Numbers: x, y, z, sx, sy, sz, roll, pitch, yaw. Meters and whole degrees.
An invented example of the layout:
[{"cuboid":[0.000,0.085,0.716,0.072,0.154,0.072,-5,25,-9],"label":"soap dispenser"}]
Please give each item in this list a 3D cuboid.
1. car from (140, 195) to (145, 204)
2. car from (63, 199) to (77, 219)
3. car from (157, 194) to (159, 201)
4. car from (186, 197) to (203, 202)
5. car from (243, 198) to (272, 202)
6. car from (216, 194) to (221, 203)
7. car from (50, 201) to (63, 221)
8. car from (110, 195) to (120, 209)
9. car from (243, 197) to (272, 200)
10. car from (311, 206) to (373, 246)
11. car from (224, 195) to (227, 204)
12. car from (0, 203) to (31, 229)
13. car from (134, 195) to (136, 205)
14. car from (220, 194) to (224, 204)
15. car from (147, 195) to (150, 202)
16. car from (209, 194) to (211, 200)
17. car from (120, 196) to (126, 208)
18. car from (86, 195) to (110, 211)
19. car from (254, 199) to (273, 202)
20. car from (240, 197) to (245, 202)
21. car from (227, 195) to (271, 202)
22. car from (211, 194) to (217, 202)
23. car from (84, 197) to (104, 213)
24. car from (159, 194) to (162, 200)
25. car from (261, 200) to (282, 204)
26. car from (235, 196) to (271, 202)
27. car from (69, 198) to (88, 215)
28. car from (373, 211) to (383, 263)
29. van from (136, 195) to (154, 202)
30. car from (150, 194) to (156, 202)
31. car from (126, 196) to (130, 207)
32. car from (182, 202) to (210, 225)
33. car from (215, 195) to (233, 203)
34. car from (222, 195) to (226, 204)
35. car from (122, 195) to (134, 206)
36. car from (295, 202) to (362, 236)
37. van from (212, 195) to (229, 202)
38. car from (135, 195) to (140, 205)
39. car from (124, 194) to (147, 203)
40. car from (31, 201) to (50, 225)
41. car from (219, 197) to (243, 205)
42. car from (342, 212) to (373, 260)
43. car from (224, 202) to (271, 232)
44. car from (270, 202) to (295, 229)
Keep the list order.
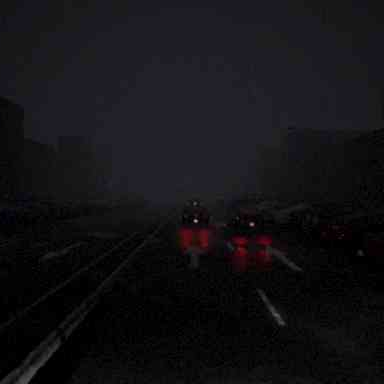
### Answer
[{"cuboid":[-12.259,1.742,63.971,5.008,1.535,2.097,0,0,0],"label":"car"},{"cuboid":[-12.578,1.566,27.727,4.792,1.488,2.163,0,0,0],"label":"car"},{"cuboid":[-12.108,1.947,91.765,4.674,1.452,2.002,0,0,0],"label":"car"},{"cuboid":[0.351,1.471,41.828,2.097,1.767,4.553,0,0,0],"label":"car"},{"cuboid":[7.646,1.534,29.760,5.366,1.575,1.946,0,0,0],"label":"car"},{"cuboid":[7.959,1.508,62.852,5.566,2.045,2.435,0,0,0],"label":"car"},{"cuboid":[-12.569,1.566,24.948,4.674,1.452,2.002,0,0,0],"label":"car"},{"cuboid":[-12.459,1.349,41.747,5.566,2.045,2.435,0,0,0],"label":"car"},{"cuboid":[8.034,1.546,32.521,5.366,1.575,1.946,0,0,0],"label":"car"},{"cuboid":[7.719,1.489,13.216,5.008,1.535,2.097,0,0,0],"label":"car"},{"cuboid":[7.931,1.670,51.820,5.008,1.535,2.097,0,0,0],"label":"car"},{"cuboid":[-12.612,1.509,19.515,5.008,1.535,2.097,0,0,0],"label":"car"},{"cuboid":[-12.342,1.716,55.640,4.792,1.488,2.163,0,0,1],"label":"car"},{"cuboid":[7.943,1.612,60.093,4.553,1.767,2.185,0,0,0],"label":"car"},{"cuboid":[-12.196,1.526,69.531,5.566,2.045,2.435,0,0,0],"label":"car"},{"cuboid":[8.141,1.681,90.429,5.566,2.045,2.435,0,0,0],"label":"car"},{"cuboid":[-12.355,1.662,47.305,4.792,1.488,2.163,0,0,0],"label":"car"},{"cuboid":[-12.486,1.460,38.934,4.553,1.767,2.185,0,0,0],"label":"car"},{"cuboid":[7.784,1.556,27.001,4.792,1.488,2.163,0,0,0],"label":"car"},{"cuboid":[7.891,1.592,35.277,4.792,1.488,2.163,0,0,0],"label":"car"},{"cuboid":[7.871,1.359,43.550,5.566,2.045,2.435,0,0,0],"label":"car"},{"cuboid":[8.103,1.638,82.155,5.566,2.045,2.435,0,0,0],"label":"car"},{"cuboid":[-12.476,1.611,36.063,4.674,1.452,2.002,0,0,0],"label":"car"},{"cuboid":[-11.905,1.919,94.544,5.366,1.575,1.946,0,0,0],"label":"car"},{"cuboid":[7.767,1.545,24.246,4.792,1.488,2.163,0,0,0],"label":"car"},{"cuboid":[8.060,1.574,38.035,5.366,1.575,1.946,0,0,0],"label":"car"},{"cuboid":[-12.532,1.548,30.507,4.892,1.521,2.231,0,0,0],"label":"car"},{"cuboid":[7.717,1.232,7.702,5.566,2.045,2.435,0,0,0],"label":"car"},{"cuboid":[-12.252,1.651,86.209,4.442,1.987,1.878,0,0,0],"label":"van"},{"cuboid":[-12.144,1.862,83.427,4.892,1.521,2.231,0,0,0],"label":"car"},{"cuboid":[-12.331,1.679,50.083,4.792,1.488,2.163,0,0,0],"label":"car"},{"cuboid":[0.256,1.637,24.205,1.895,1.301,4.718,0,0,0],"label":"car"},{"cuboid":[8.118,1.778,84.789,4.553,1.767,2.185,0,0,0],"label":"car"},{"cuboid":[7.960,1.756,57.464,4.674,1.452,2.002,0,0,0],"label":"car"},{"cuboid":[-12.522,1.665,52.864,5.366,1.575,1.946,0,0,0],"label":"car"},{"cuboid":[7.711,1.368,15.974,4.553,1.767,2.185,0,0,0],"label":"car"},{"cuboid":[8.009,1.720,93.188,4.442,1.987,1.878,0,0,0],"label":"van"},{"cuboid":[-12.296,1.704,58.296,5.008,1.535,2.097,0,0,0],"label":"car"},{"cuboid":[-12.233,1.761,66.750,4.892,1.521,2.231,0,0,0],"label":"car"},{"cuboid":[-12.600,1.518,22.295,4.892,1.521,2.231,0,0,0],"label":"car"},{"cuboid":[7.983,1.830,68.366,4.792,1.488,2.163,0,0,0],"label":"car"},{"cuboid":[7.677,1.514,10.461,4.792,1.488,2.163,0,0,0],"label":"car"},{"cuboid":[3.229,1.549,20.178,1.812,1.442,4.674,0,0,0],"label":"car"},{"cuboid":[7.776,1.548,21.524,4.674,1.452,2.002,0,0,0],"label":"car"}]
